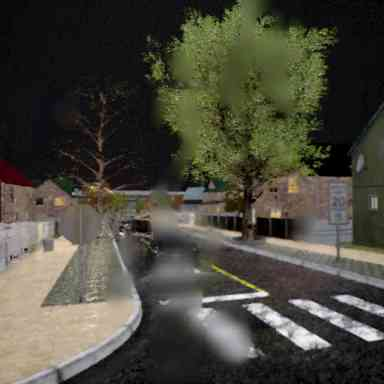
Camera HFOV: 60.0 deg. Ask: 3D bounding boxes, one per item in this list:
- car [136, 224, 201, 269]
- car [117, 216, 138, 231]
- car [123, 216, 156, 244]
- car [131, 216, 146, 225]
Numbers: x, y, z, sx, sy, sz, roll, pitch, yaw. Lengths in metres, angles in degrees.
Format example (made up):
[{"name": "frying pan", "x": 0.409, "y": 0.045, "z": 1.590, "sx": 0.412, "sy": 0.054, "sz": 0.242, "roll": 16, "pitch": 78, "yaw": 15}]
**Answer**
[{"name": "car", "x": -1.024, "y": 2.252, "z": 13.844, "sx": 1.994, "sy": 1.385, "sz": 4.181, "roll": 0, "pitch": -3, "yaw": -14}, {"name": "car", "x": -7.032, "y": 3.434, "z": 36.155, "sx": 2.128, "sy": 1.511, "sz": 4.902, "roll": 0, "pitch": -3, "yaw": -15}, {"name": "car", "x": -3.654, "y": 2.737, "z": 23.590, "sx": 1.837, "sy": 1.490, "sz": 4.892, "roll": 0, "pitch": -3, "yaw": -15}, {"name": "car", "x": -8.525, "y": 4.431, "z": 52.560, "sx": 1.895, "sy": 1.301, "sz": 4.718, "roll": 0, "pitch": -3, "yaw": -15}]
